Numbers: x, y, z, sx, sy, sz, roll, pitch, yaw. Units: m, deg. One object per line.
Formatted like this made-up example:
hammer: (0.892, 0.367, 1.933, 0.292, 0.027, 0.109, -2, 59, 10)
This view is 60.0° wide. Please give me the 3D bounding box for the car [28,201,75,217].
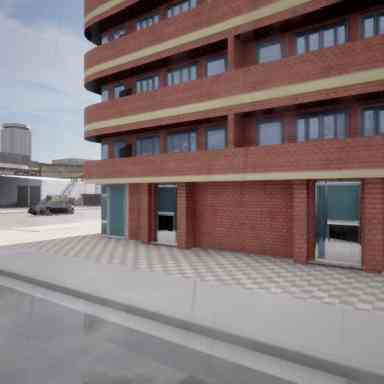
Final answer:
car: (-13.460, 1.564, 31.992, 1.994, 1.385, 4.181, 0, 0, 34)
